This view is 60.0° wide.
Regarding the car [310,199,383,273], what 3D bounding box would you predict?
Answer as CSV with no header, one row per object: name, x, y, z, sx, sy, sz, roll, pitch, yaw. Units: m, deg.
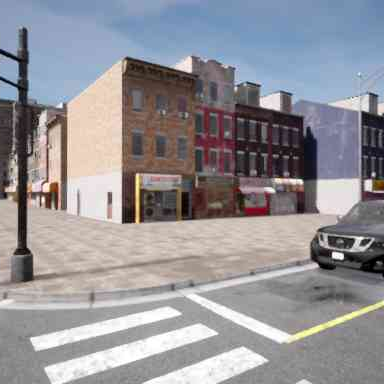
car,5.955,1.255,10.019,5.566,2.045,2.150,0,0,-35

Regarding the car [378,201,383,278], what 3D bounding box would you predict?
car,6.361,1.238,6.819,5.566,2.045,2.150,0,0,-35
